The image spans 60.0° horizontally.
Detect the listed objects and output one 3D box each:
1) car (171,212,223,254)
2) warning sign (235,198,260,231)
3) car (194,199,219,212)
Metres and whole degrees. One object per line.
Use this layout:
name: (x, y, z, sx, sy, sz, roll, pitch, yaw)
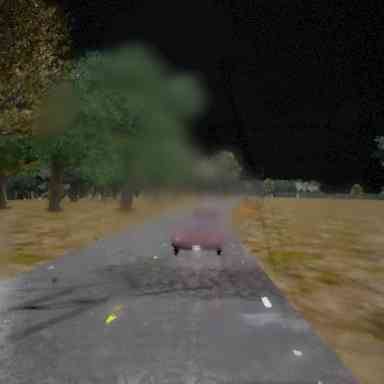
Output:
car: (0.275, 1.723, 14.008, 1.895, 1.301, 4.718, 0, 0, 2)
warning sign: (3.190, 1.280, 19.271, 1.300, 1.860, 1.060, 0, 0, 3)
car: (1.255, 1.711, 29.287, 1.882, 1.535, 5.008, 0, 0, 5)
